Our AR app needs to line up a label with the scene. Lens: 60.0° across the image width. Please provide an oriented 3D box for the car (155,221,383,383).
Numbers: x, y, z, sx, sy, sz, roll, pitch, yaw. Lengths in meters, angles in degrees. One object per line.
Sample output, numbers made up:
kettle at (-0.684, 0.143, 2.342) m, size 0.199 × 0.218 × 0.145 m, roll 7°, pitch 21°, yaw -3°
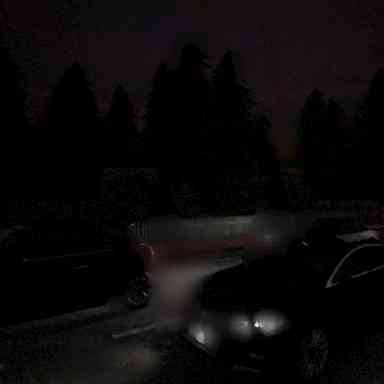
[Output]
car at (2.100, 1.494, 5.495) m, size 4.902 × 1.511 × 2.128 m, roll 0°, pitch 0°, yaw -36°

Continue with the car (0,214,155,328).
car at (-2.906, 1.353, 6.218) m, size 4.553 × 1.767 × 2.097 m, roll 0°, pitch 0°, yaw -36°

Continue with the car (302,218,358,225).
car at (4.679, 1.604, 11.640) m, size 4.718 × 1.301 × 1.895 m, roll 0°, pitch 0°, yaw -36°
